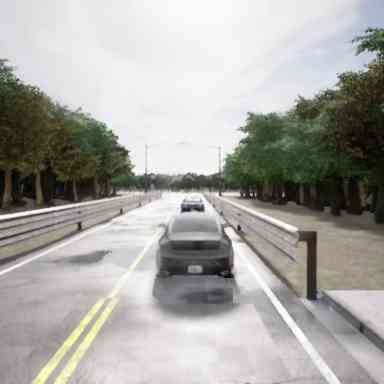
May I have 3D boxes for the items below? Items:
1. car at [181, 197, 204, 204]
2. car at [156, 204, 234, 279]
[{"bbox_3d":[0.056,1.069,28.080,1.895,1.301,4.718,0,1,0],"label":"car"},{"bbox_3d":[0.071,1.325,9.404,1.837,1.490,4.892,0,1,0],"label":"car"}]
